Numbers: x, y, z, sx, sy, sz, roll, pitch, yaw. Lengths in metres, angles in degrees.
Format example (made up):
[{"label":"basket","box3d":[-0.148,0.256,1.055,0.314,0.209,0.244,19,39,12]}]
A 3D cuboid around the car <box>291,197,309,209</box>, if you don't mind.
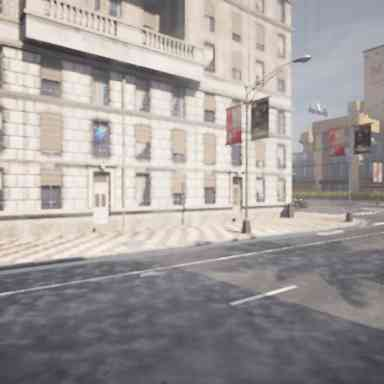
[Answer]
[{"label":"car","box3d":[13.225,1.414,44.444,1.882,1.535,5.008,0,0,-37]}]
